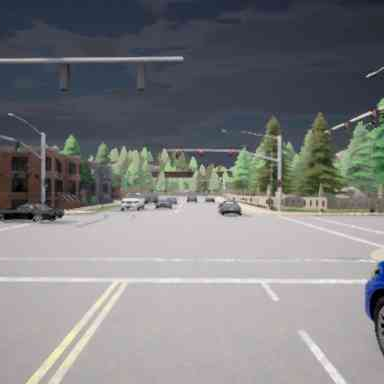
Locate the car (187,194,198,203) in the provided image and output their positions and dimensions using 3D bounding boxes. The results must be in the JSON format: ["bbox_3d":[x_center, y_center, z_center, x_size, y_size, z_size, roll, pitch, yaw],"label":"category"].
[{"bbox_3d":[0.005,1.227,64.729,2.097,1.767,4.553,0,0,0],"label":"car"}]

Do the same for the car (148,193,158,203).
[{"bbox_3d":[-7.014,1.113,57.440,2.150,2.045,5.566,0,0,0],"label":"car"}]

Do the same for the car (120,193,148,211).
[{"bbox_3d":[-7.068,1.144,40.126,2.150,2.045,5.566,0,0,0],"label":"car"}]

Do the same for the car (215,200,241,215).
[{"bbox_3d":[3.602,1.501,32.455,1.994,1.385,4.181,0,0,0],"label":"car"}]

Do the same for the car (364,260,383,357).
[{"bbox_3d":[3.577,1.217,2.502,2.150,2.045,5.566,0,0,0],"label":"car"}]

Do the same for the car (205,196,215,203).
[{"bbox_3d":[3.505,1.476,64.789,1.895,1.301,4.718,0,0,0],"label":"car"}]

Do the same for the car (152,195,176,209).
[{"bbox_3d":[-3.557,1.481,42.818,1.994,1.385,4.181,0,0,1],"label":"car"}]

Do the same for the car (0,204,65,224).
[{"bbox_3d":[-11.908,1.554,24.156,4.718,1.301,1.895,0,0,8],"label":"car"}]
